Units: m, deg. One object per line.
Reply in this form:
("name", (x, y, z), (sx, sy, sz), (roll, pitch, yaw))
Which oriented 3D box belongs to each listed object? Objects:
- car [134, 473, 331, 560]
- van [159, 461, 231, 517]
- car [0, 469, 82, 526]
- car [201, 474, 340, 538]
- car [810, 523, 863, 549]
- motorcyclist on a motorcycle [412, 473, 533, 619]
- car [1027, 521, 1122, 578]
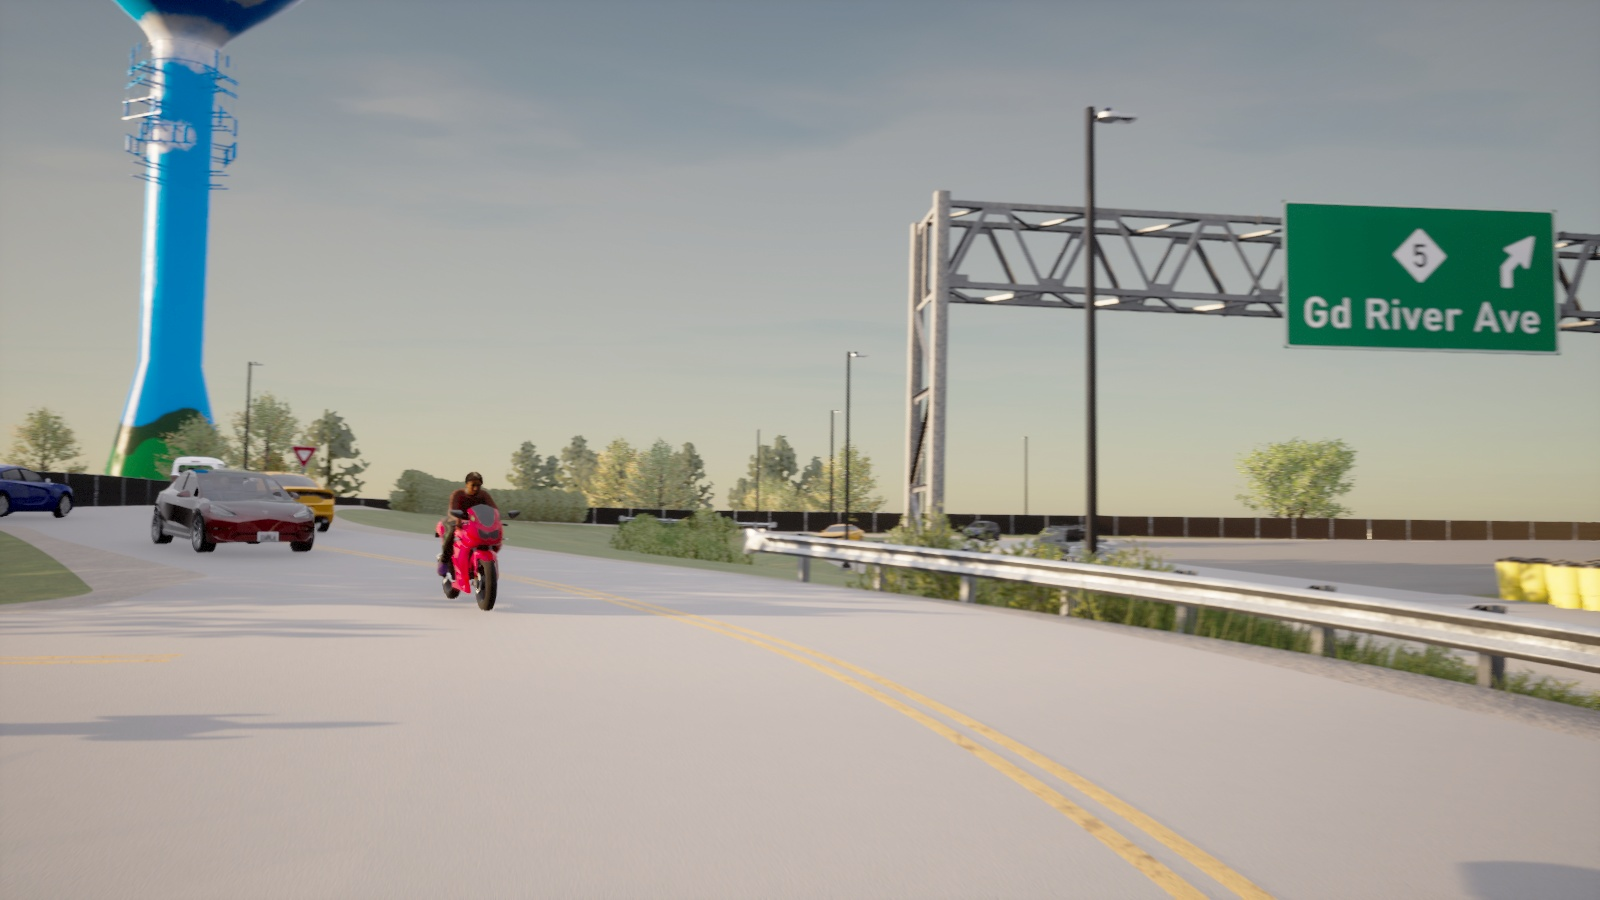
("car", (-10.875, 1.205, 23.880), (2.163, 1.488, 4.792), (3, -3, -40))
("van", (-23.022, 1.478, 47.937), (2.069, 2.038, 4.480), (1, -2, -20))
("car", (-22.771, 1.326, 35.660), (1.882, 1.535, 5.008), (1, -2, -1))
("car", (-13.866, 1.414, 32.723), (1.882, 1.535, 5.008), (3, -2, -40))
("car", (2.366, 5.469, 80.347), (1.882, 1.535, 5.008), (-3, -4, 20))
("motorcyclist on a motorcycle", (-3.753, 1.032, 14.268), (0.797, 1.523, 2.044), (1, -2, -30))
("car", (9.737, 3.513, 44.880), (1.932, 1.855, 4.605), (1, -3, -6))
